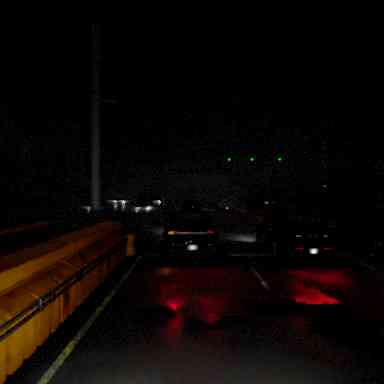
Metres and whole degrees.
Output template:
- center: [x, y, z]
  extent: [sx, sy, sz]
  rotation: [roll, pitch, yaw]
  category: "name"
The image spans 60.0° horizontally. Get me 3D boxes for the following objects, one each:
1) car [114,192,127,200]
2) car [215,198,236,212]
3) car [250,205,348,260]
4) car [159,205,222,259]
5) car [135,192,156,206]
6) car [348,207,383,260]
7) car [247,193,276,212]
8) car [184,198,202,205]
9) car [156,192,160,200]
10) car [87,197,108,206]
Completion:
- center: [-13.981, 0.737, 65.575]
  extent: [1.812, 1.442, 4.674]
  rotation: [0, 4, 1]
  category: "car"
- center: [3.584, 1.408, 36.236]
  extent: [1.812, 1.442, 4.674]
  rotation: [0, 0, 0]
  category: "car"
- center: [3.591, 1.465, 12.202]
  extent: [1.837, 1.490, 4.892]
  rotation: [0, 0, 0]
  category: "car"
- center: [-0.180, 1.451, 12.466]
  extent: [2.128, 1.511, 4.902]
  rotation: [0, 0, -5]
  category: "car"
- center: [-7.078, 1.051, 49.620]
  extent: [2.150, 2.045, 5.566]
  rotation: [0, 0, 0]
  category: "car"
- center: [7.090, 1.311, 12.373]
  extent: [2.097, 1.767, 4.553]
  rotation: [0, 0, 0]
  category: "car"
- center: [7.097, 1.110, 34.271]
  extent: [2.150, 2.045, 5.566]
  rotation: [0, 0, 0]
  category: "car"
- center: [0.097, 1.358, 36.758]
  extent: [1.882, 1.535, 5.008]
  rotation: [0, 0, 0]
  category: "car"
- center: [-6.983, 0.674, 65.750]
  extent: [1.882, 1.535, 5.008]
  rotation: [0, 4, 1]
  category: "car"
- center: [-14.075, 1.377, 49.715]
  extent: [2.033, 1.411, 5.357]
  rotation: [0, 0, 0]
  category: "car"
